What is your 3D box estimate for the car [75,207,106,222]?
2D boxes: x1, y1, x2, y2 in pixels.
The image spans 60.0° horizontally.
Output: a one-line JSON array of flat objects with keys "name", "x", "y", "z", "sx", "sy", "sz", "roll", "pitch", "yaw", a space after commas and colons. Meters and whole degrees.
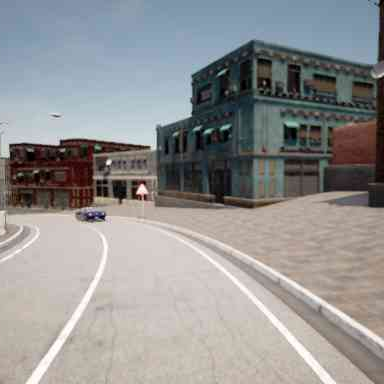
[{"name": "car", "x": -9.974, "y": 2.145, "z": 32.428, "sx": 1.895, "sy": 1.301, "sz": 4.718, "roll": -2, "pitch": -1, "yaw": -33}]

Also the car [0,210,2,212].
[{"name": "car", "x": -28.665, "y": 2.941, "z": 46.731, "sx": 5.566, "sy": 2.045, "sz": 2.150, "roll": -4, "pitch": 0, "yaw": 36}]
